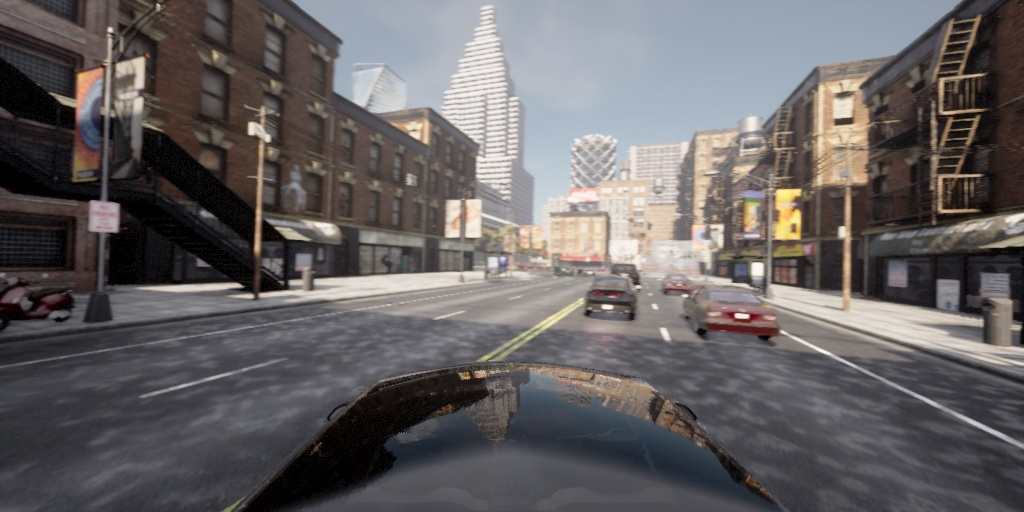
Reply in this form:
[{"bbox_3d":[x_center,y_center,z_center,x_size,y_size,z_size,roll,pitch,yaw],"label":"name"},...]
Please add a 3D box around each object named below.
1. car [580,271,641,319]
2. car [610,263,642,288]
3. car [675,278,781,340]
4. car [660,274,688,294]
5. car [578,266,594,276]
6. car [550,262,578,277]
[{"bbox_3d":[4.134,1.559,14.666,1.837,1.490,4.892,1,0,20],"label":"car"},{"bbox_3d":[8.739,1.593,27.694,2.150,2.045,5.566,1,-1,20],"label":"car"},{"bbox_3d":[6.691,1.630,11.471,2.033,1.411,5.357,1,-1,20],"label":"car"},{"bbox_3d":[11.696,1.975,25.607,2.033,1.411,5.357,1,-1,20],"label":"car"},{"bbox_3d":[10.958,2.287,53.377,2.128,1.511,4.902,2,-1,-4],"label":"car"},{"bbox_3d":[7.599,1.910,52.685,2.150,2.045,5.566,2,-1,-4],"label":"car"}]
